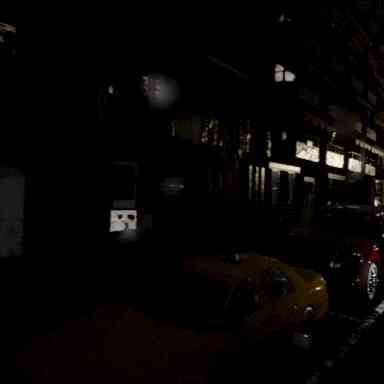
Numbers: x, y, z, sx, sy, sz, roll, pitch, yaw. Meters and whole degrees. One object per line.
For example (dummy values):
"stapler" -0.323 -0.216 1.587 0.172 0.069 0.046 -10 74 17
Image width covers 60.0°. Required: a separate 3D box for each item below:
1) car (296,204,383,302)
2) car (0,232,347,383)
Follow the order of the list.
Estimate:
"car" 4.032 1.285 8.575 2.192 1.841 5.009 3 2 42
"car" 0.247 1.486 4.311 1.752 1.417 4.829 3 2 42
